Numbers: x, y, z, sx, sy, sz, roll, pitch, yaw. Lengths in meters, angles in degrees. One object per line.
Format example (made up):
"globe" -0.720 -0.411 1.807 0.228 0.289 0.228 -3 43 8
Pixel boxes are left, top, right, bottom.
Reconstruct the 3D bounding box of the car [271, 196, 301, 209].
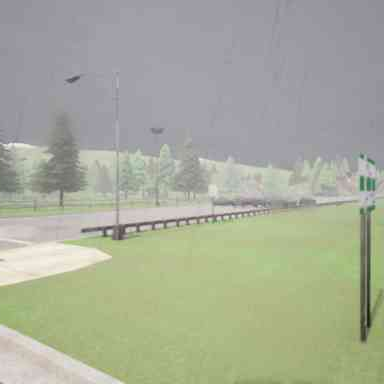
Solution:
"car" 13.060 1.510 45.930 1.837 1.490 4.892 0 0 35

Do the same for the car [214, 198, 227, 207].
"car" 5.126 1.572 52.882 1.994 1.385 4.181 0 0 35

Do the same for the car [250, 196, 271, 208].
"car" 10.696 1.511 48.646 1.837 1.490 4.892 0 0 35

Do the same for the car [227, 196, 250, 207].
"car" 7.825 1.498 50.648 2.128 1.511 4.902 0 0 35

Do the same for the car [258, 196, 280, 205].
"car" 13.650 1.499 59.083 2.128 1.511 4.902 0 0 35

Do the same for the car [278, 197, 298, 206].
"car" 16.537 1.607 57.104 1.895 1.301 4.718 0 0 35

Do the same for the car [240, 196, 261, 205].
"car" 10.780 1.486 61.087 1.882 1.535 5.008 0 0 35

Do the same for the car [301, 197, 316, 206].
"car" 18.915 1.510 54.397 1.837 1.490 4.892 0 0 35
